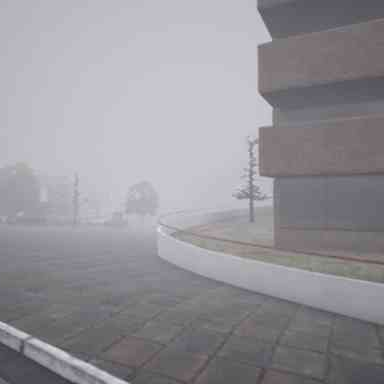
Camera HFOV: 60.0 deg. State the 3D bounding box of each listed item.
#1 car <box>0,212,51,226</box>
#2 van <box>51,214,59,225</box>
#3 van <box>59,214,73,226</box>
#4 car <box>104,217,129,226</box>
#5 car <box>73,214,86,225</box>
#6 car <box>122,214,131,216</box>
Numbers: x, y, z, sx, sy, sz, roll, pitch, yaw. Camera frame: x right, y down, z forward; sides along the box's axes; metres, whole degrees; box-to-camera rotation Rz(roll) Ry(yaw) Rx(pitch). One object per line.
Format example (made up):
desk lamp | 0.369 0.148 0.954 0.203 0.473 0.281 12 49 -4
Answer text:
car | -23.440 3.821 47.194 2.150 2.045 5.566 -1 -6 25
van | -25.219 4.566 55.472 4.442 1.987 1.878 0 -6 5
van | -23.939 4.847 58.202 4.442 1.987 1.878 0 -6 5
car | -14.636 6.136 65.952 1.895 1.301 4.718 -1 -6 25
car | -22.771 5.353 60.905 4.892 1.521 2.231 0 -5 5
car | -19.002 7.637 90.809 2.163 1.488 4.792 1 1 10
